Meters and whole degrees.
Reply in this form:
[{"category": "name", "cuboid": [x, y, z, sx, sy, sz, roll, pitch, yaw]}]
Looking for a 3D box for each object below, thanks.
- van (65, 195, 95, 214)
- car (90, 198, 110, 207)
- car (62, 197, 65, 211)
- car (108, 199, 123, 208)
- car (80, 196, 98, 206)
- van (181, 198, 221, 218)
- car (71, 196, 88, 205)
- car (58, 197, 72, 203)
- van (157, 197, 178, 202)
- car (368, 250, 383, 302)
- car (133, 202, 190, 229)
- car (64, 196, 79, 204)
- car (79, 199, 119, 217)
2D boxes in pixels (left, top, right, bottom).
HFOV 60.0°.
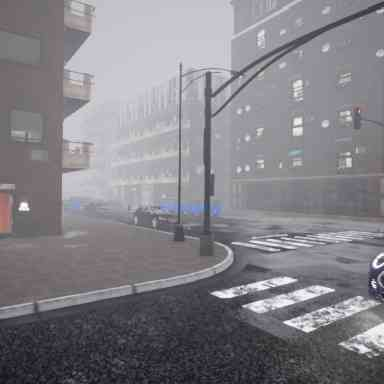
[{"category": "van", "cuboid": [-11.886, 1.361, 35.455, 1.690, 1.788, 3.998, 1, -1, -35]}, {"category": "car", "cuboid": [-14.931, 1.730, 53.742, 1.802, 1.307, 4.206, 1, -1, -35]}, {"category": "car", "cuboid": [-15.065, 1.580, 40.059, 2.008, 1.369, 4.403, 1, -1, -35]}, {"category": "car", "cuboid": [-11.755, 1.683, 49.138, 1.887, 1.381, 4.507, 1, -1, -35]}, {"category": "car", "cuboid": [-18.107, 1.597, 58.349, 1.967, 1.590, 4.097, 1, -1, -35]}, {"category": "van", "cuboid": [0.953, 1.439, 30.719, 1.690, 1.788, 3.998, 1, -1, -35]}, {"category": "car", "cuboid": [-21.283, 1.605, 62.954, 1.967, 1.590, 4.097, 1, -1, -35]}, {"category": "car", "cuboid": [-27.637, 1.727, 72.163, 1.887, 1.381, 4.507, 1, -1, -35]}, {"category": "van", "cuboid": [-2.224, 1.450, 35.325, 1.690, 1.788, 3.998, 1, -1, -35]}, {"category": "car", "cuboid": [5.710, 1.353, 7.018, 4.553, 1.767, 2.097, 0, 0, -35]}, {"category": "car", "cuboid": [-2.358, 1.539, 21.639, 2.008, 1.369, 4.403, 1, -1, -35]}, {"category": "car", "cuboid": [-24.460, 1.614, 67.559, 1.967, 1.590, 4.097, 1, -1, -35]}, {"category": "car", "cuboid": [-8.712, 1.591, 30.849, 1.802, 1.307, 4.206, 1, -1, -35]}]
